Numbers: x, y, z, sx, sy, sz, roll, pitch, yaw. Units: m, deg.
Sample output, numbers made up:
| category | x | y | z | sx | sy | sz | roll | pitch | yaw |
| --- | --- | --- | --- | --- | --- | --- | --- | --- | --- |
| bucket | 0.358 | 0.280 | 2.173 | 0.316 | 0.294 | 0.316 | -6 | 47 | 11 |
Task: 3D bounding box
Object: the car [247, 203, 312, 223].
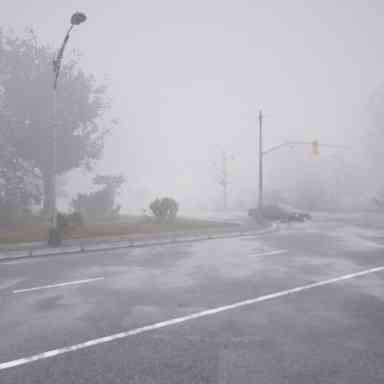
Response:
| category | x | y | z | sx | sy | sz | roll | pitch | yaw |
| --- | --- | --- | --- | --- | --- | --- | --- | --- | --- |
| car | 6.641 | 1.594 | 25.984 | 2.033 | 1.411 | 5.357 | 0 | -1 | -32 |
